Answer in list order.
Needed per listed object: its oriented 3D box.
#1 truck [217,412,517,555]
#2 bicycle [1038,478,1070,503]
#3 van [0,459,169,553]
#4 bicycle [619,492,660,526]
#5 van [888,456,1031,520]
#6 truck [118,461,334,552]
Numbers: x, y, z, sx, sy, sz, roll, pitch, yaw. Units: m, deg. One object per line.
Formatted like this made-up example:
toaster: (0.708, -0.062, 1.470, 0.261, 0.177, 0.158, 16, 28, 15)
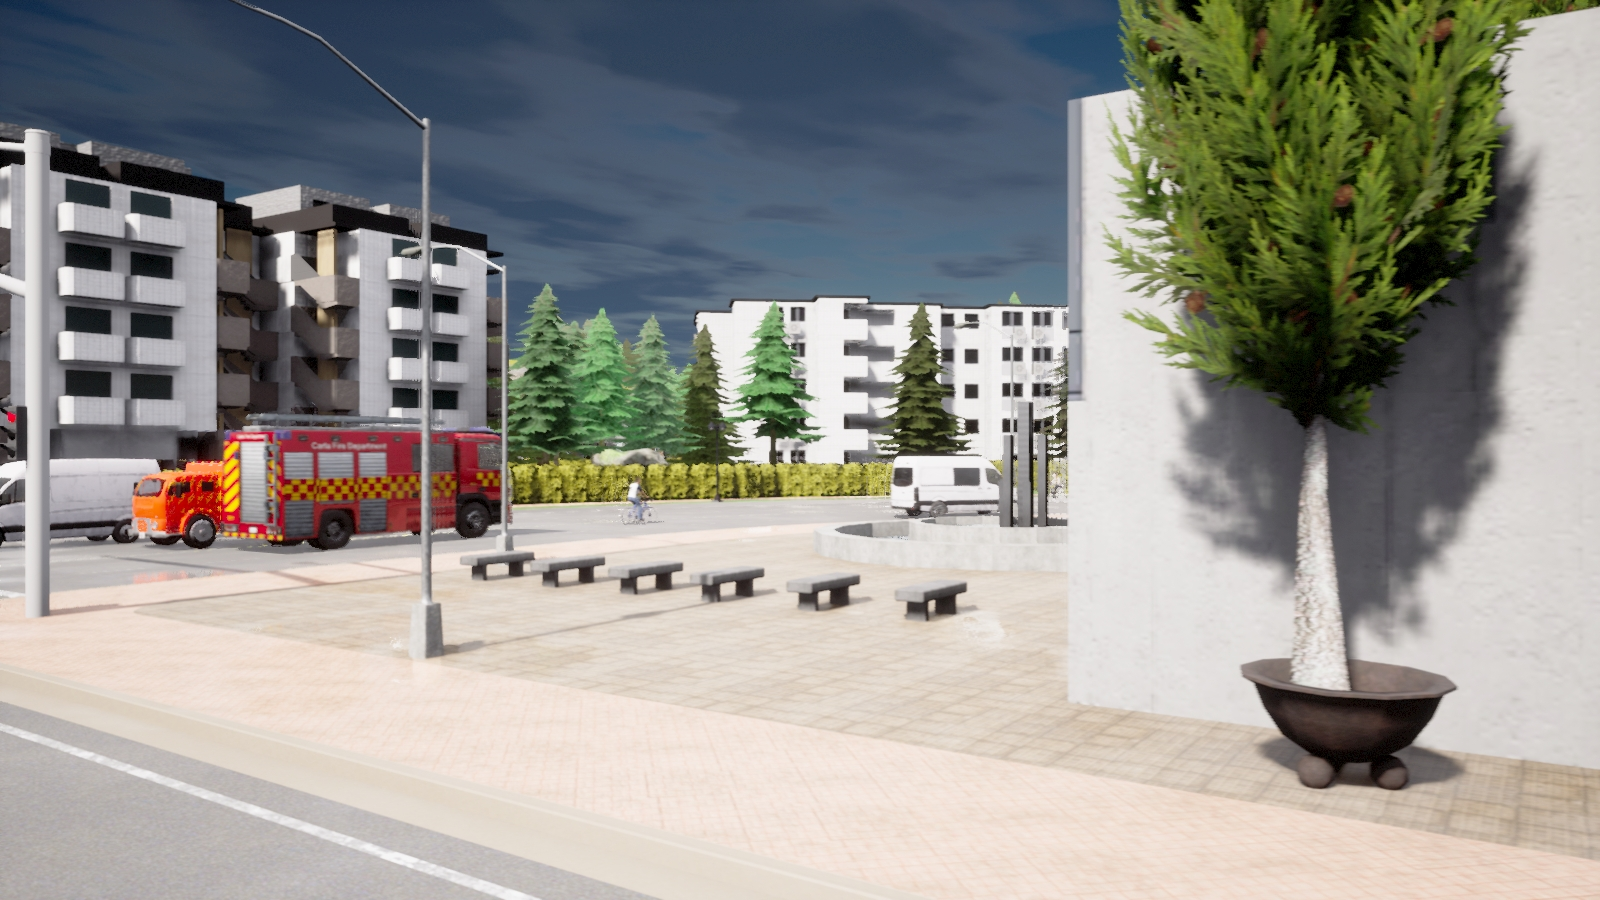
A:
truck: (-12.861, 0.909, 34.877, 2.891, 3.827, 8.468, 0, 0, 33)
bicycle: (13.662, 2.173, 61.509, 1.487, 1.276, 0.859, 0, 0, -13)
van: (-22.001, 1.557, 33.483, 1.988, 2.561, 5.915, 0, 0, 33)
bicycle: (-6.075, 2.224, 43.251, 1.643, 1.196, 0.373, 0, 1, -44)
van: (6.771, 1.548, 48.352, 5.915, 2.561, 1.988, 0, 0, -28)
truck: (-17.196, 1.588, 34.490, 2.627, 2.467, 5.204, 0, 0, 33)
